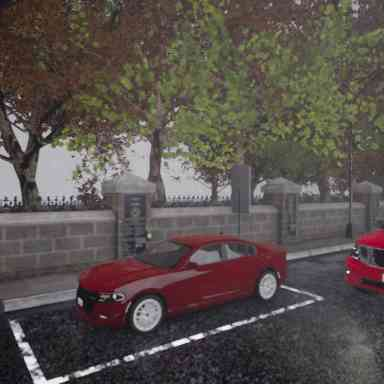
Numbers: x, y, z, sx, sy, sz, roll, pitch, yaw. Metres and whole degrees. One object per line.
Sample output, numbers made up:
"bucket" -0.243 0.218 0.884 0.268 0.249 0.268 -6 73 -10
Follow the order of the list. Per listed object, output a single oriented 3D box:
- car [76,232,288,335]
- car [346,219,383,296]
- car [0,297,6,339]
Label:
"car" 0.013 1.543 6.715 4.507 1.381 1.887 0 0 -35
"car" 5.811 1.218 7.511 5.566 2.045 2.150 0 0 -35
"car" -4.476 1.552 3.467 4.403 1.369 2.008 0 0 -35
